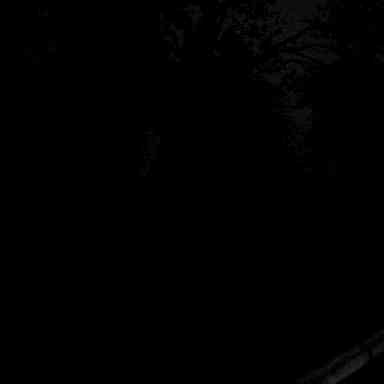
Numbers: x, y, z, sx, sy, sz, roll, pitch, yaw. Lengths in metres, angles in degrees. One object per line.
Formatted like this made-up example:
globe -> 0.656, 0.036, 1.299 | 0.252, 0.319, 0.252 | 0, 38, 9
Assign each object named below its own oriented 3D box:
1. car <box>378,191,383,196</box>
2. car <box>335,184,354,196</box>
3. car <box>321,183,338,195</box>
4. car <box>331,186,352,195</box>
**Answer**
car -> 35.390, 0.153, 59.450 | 2.185, 1.767, 4.553 | 6, 4, 42
car -> 24.580, 0.018, 51.580 | 2.097, 1.535, 5.008 | 6, 4, 42
car -> 22.569, -0.436, 53.456 | 2.435, 2.045, 5.566 | 6, 4, 42
car -> 29.219, -0.327, 64.813 | 1.946, 1.575, 5.366 | 6, 4, 42
